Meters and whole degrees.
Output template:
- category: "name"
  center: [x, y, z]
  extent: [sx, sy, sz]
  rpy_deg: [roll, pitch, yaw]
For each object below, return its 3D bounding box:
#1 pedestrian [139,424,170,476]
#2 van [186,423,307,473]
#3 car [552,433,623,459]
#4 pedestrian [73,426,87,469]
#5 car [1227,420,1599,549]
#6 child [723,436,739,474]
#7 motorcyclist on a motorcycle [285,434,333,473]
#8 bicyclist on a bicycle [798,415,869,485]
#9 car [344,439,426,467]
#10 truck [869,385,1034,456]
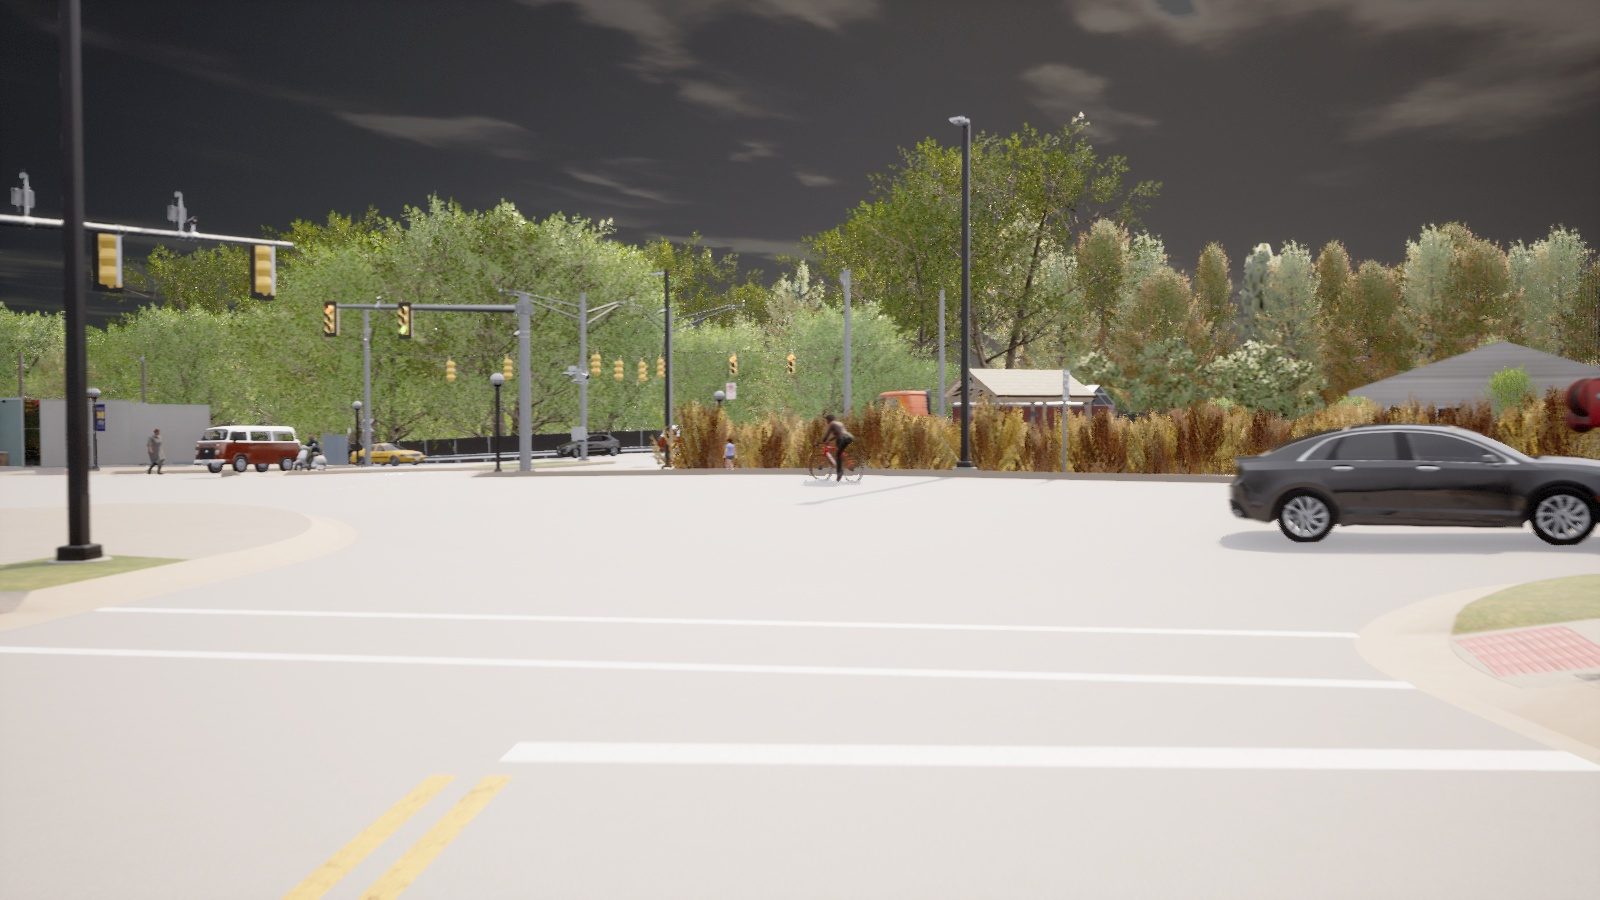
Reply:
- category: "pedestrian"
  center: [-24.750, -0.021, 48.186]
  extent: [0.873, 1.952, 0.659]
  rpy_deg: [1, 2, 30]
- category: "van"
  center: [-23.708, -0.063, 53.942]
  extent: [2.069, 2.038, 4.480]
  rpy_deg: [-1, -1, 25]
- category: "car"
  center: [-13.901, -0.283, 82.282]
  extent: [4.193, 1.474, 1.816]
  rpy_deg: [-3, 2, -35]
- category: "pedestrian"
  center: [-31.107, -0.110, 54.266]
  extent: [0.370, 1.835, 0.726]
  rpy_deg: [-1, 2, -19]
- category: "car"
  center: [8.257, 0.424, 16.299]
  extent: [4.892, 1.490, 1.837]
  rpy_deg: [-1, 1, 27]
- category: "child"
  center: [-2.031, 0.147, 37.150]
  extent: [0.394, 1.110, 0.255]
  rpy_deg: [1, 2, 35]
- category: "motorcyclist on a motorcycle"
  center: [-20.354, 0.136, 52.072]
  extent: [0.866, 1.590, 1.817]
  rpy_deg: [0, 0, 21]
- category: "bicyclist on a bicycle"
  center: [0.785, -0.021, 29.810]
  extent: [1.656, 1.620, 0.582]
  rpy_deg: [1, 3, 41]
- category: "car"
  center: [-26.165, 0.190, 79.107]
  extent: [5.366, 1.575, 1.801]
  rpy_deg: [-1, 2, 31]
- category: "truck"
  center: [7.808, -1.473, 65.091]
  extent: [7.936, 3.462, 2.891]
  rpy_deg: [-1, 1, 29]
